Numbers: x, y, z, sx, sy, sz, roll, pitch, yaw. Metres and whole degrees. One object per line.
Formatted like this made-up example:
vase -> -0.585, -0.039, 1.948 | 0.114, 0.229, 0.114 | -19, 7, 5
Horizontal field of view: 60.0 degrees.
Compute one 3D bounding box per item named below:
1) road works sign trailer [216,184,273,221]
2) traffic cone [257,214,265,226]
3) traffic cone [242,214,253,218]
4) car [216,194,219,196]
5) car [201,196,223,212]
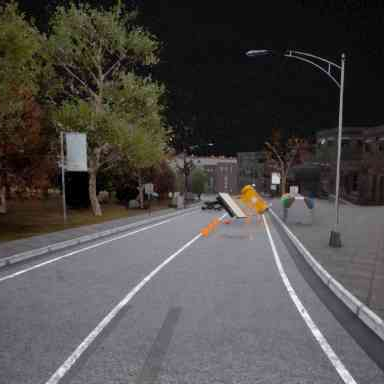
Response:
road works sign trailer -> 3.297, 1.093, 23.644 | 3.560, 2.880, 2.380 | 4, 42, -51
traffic cone -> 4.670, 1.946, 21.984 | 0.340, 0.580, 0.340 | 1, 0, 20
traffic cone -> 3.681, 1.927, 22.008 | 0.340, 0.580, 0.340 | 2, 2, 7
car -> 6.330, 1.120, 73.021 | 2.097, 1.767, 4.553 | 0, 0, -1
car -> 2.248, 1.423, 36.506 | 1.994, 1.385, 4.181 | 1, 0, 11
